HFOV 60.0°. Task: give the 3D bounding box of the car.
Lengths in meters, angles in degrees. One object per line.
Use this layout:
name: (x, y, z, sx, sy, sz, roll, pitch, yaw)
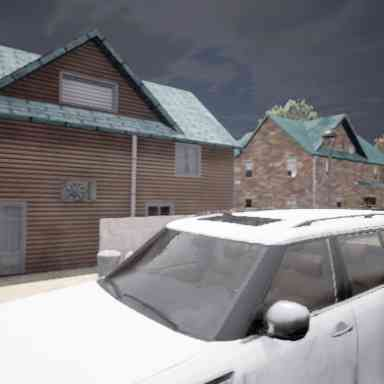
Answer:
car: (0.598, 1.236, 3.377, 5.566, 2.045, 2.150, 0, 0, -36)
